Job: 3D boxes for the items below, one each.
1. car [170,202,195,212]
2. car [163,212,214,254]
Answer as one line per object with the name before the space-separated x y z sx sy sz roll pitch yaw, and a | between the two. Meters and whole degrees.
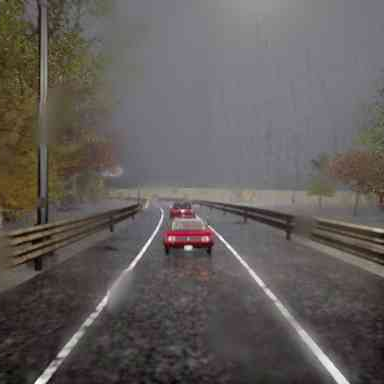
car | -0.871 1.624 29.193 2.097 1.767 4.553 0 -1 -4
car | -0.182 1.733 14.177 1.895 1.301 4.718 0 0 -2
